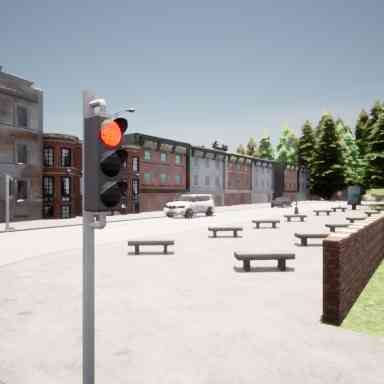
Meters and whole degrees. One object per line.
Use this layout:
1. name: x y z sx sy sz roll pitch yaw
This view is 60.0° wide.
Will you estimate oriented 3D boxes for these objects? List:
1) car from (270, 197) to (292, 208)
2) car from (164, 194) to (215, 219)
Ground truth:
1. car: 12.734 1.508 47.196 1.837 1.490 4.892 0 0 36
2. car: -0.091 1.221 29.419 2.150 2.045 5.566 0 0 35
